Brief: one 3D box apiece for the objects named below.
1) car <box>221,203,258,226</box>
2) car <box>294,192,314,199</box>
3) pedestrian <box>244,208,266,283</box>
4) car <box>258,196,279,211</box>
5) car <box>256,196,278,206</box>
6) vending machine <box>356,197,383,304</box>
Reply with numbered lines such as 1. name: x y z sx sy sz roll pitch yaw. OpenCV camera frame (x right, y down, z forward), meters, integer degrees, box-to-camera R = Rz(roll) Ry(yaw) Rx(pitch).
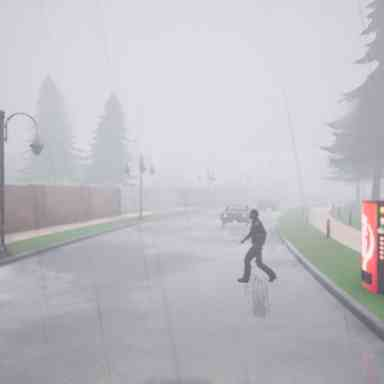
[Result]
1. car: 3.272 1.528 23.095 1.895 1.301 4.718 0 0 14
2. car: 28.111 0.909 84.914 3.866 1.878 1.905 0 0 44
3. pedestrian: 1.512 1.268 8.013 0.375 1.860 0.375 0 0 5
4. car: 8.888 1.378 38.735 1.837 1.490 4.892 0 -1 24
5. car: 11.796 1.363 51.899 1.812 1.442 4.674 0 0 32
6. vending machine: 4.205 1.173 7.016 1.100 2.100 0.880 0 0 5
